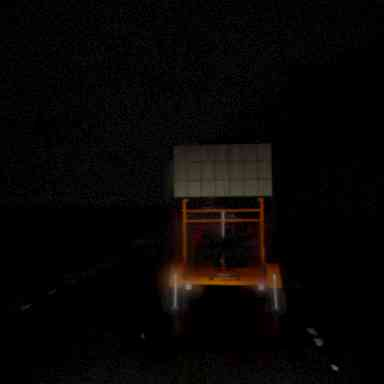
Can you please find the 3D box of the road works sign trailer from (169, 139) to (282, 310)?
[{"bbox_3d":[0.742,0.554,8.022,2.380,3.560,2.880,-1,-1,4],"label":"road works sign trailer"}]

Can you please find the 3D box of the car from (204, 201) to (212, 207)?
[{"bbox_3d":[4.009,3.111,84.519,2.033,1.411,5.357,-1,-2,4],"label":"car"}]
